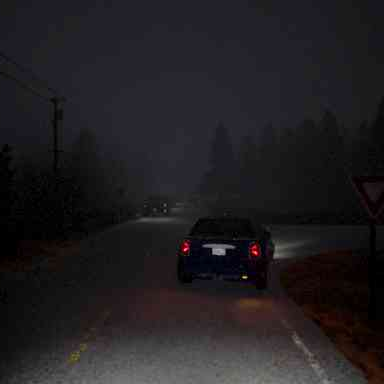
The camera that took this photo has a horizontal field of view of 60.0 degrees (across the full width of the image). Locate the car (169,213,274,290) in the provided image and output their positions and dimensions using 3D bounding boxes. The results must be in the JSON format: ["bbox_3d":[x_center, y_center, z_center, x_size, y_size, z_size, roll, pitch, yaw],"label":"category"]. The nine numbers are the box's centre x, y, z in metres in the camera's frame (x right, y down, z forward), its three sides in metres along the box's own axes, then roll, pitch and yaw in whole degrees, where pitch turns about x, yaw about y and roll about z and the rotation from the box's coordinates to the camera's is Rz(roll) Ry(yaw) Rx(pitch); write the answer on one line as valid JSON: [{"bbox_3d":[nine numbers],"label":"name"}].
[{"bbox_3d":[1.158,1.357,9.469,2.097,1.767,4.553,0,0,15],"label":"car"}]

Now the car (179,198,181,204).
[{"bbox_3d":[-3.197,1.630,66.398,1.994,1.385,4.181,0,0,0],"label":"car"}]

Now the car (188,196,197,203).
[{"bbox_3d":[0.003,1.598,72.237,1.895,1.301,4.718,0,0,0],"label":"car"}]

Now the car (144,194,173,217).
[{"bbox_3d":[-3.292,1.244,32.251,2.150,2.045,5.566,0,0,0],"label":"car"}]

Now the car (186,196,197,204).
[{"bbox_3d":[0.002,1.567,62.207,1.812,1.442,4.674,0,0,0],"label":"car"}]

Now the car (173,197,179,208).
[{"bbox_3d":[-3.281,1.510,48.027,1.882,1.535,5.008,0,1,0],"label":"car"}]
